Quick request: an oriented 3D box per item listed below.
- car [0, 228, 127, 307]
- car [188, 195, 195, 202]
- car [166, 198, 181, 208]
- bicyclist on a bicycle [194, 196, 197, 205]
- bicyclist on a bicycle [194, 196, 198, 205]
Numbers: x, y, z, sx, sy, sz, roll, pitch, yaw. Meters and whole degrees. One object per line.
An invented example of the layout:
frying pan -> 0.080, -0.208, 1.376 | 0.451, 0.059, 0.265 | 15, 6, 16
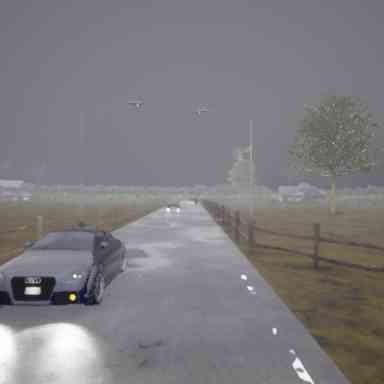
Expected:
car -> -2.852, 1.584, 7.954 | 1.994, 1.385, 4.181 | 0, 0, 0
car -> -0.019, 1.935, 88.092 | 1.837, 1.490, 4.892 | 0, -1, 0
car -> -2.824, 1.729, 51.298 | 1.837, 1.490, 4.892 | 0, -1, 0
bicyclist on a bicycle -> 0.742, 1.724, 68.284 | 0.659, 1.776, 1.843 | 0, 0, 0
bicyclist on a bicycle -> 0.744, 1.731, 59.430 | 0.582, 1.620, 1.656 | 0, -1, 0
